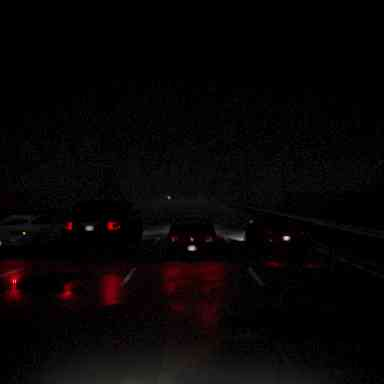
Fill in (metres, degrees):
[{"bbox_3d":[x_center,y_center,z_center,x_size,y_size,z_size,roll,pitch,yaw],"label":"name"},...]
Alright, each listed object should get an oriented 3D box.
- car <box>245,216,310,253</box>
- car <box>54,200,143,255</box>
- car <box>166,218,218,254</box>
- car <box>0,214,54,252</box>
[{"bbox_3d":[3.505,1.700,14.324,1.994,1.385,4.181,0,0,0],"label":"car"},{"bbox_3d":[-3.498,1.350,14.032,2.150,2.045,5.566,0,0,0],"label":"car"},{"bbox_3d":[0.002,1.735,14.109,1.895,1.301,4.718,0,0,0],"label":"car"},{"bbox_3d":[-6.994,1.663,14.391,1.812,1.442,4.674,0,0,0],"label":"car"}]
